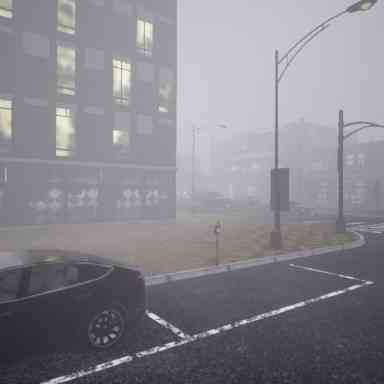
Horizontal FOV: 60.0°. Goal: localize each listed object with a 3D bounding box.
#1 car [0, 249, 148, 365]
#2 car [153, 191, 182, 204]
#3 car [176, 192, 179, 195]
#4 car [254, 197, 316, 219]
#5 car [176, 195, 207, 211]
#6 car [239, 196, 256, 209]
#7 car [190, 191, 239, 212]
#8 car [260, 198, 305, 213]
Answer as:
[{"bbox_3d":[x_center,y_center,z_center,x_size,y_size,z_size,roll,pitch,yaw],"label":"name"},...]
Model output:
[{"bbox_3d":[-2.707,1.566,4.623,4.313,1.339,1.947,0,0,-36],"label":"car"},{"bbox_3d":[-3.893,0.793,52.088,2.192,1.841,5.009,1,0,-36],"label":"car"},{"bbox_3d":[-0.611,1.101,47.622,2.008,1.369,4.403,1,0,-36],"label":"car"},{"bbox_3d":[7.598,1.318,26.690,1.812,1.442,4.674,0,1,-36],"label":"car"},{"bbox_3d":[-0.785,1.231,33.721,1.802,1.307,4.206,1,0,-36],"label":"car"},{"bbox_3d":[5.966,1.130,38.690,1.967,1.590,4.097,1,0,-36],"label":"car"},{"bbox_3d":[1.843,0.894,34.512,2.150,2.045,5.566,0,1,-36],"label":"car"},{"bbox_3d":[9.252,1.340,34.222,1.802,1.307,4.206,1,0,-36],"label":"car"}]
